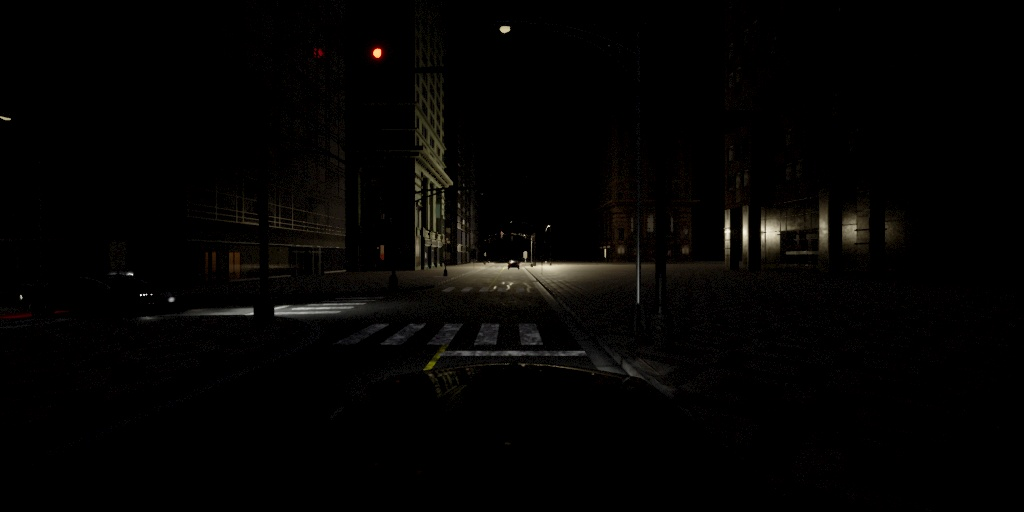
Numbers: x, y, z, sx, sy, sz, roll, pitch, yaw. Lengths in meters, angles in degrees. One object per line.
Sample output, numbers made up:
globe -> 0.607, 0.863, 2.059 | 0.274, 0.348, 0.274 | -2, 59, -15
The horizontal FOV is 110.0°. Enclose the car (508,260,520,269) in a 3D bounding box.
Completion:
car -> 0.252, 1.310, 55.323 | 2.033, 1.411, 5.357 | 0, 0, 0

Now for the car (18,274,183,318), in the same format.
car -> -15.556, 1.454, 13.737 | 4.902, 1.511, 2.128 | -1, 0, -1
